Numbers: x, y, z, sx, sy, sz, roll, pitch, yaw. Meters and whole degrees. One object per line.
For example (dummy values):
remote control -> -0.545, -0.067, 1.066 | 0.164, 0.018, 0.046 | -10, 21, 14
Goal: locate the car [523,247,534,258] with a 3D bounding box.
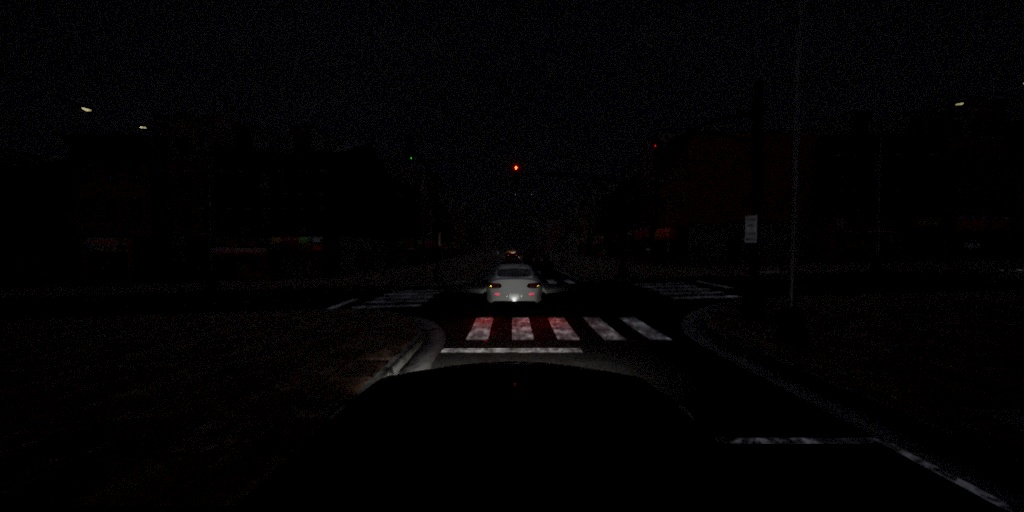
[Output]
car -> 2.632, 0.079, 38.575 | 2.192, 1.841, 5.009 | 0, 0, 0

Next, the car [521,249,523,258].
car -> 2.631, -0.058, 43.976 | 2.192, 1.841, 5.009 | 0, 0, 0

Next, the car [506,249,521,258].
car -> 0.045, -0.144, 58.896 | 1.895, 1.301, 4.718 | 0, 1, 0

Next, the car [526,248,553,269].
car -> 2.632, 0.343, 33.175 | 1.967, 1.591, 4.097 | 0, 0, 0

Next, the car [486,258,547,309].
car -> 0.078, 0.966, 12.939 | 1.812, 1.442, 4.674 | 0, 2, 0
